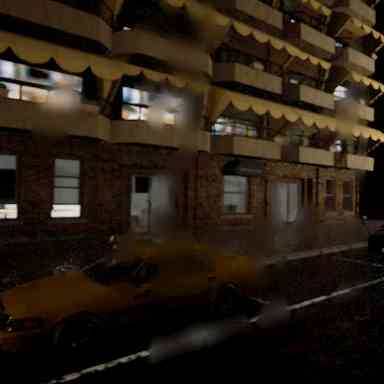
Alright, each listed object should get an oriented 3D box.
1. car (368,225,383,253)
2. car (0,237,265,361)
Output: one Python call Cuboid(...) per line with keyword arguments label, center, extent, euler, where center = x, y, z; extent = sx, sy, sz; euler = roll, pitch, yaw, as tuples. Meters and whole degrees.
Cuboid(label="car", center=(8.364, 1.596, 12.468), extent=(4.313, 1.339, 1.947), euler=(0, 1, -35))
Cuboid(label="car", center=(-0.806, 1.531, 5.926), extent=(4.829, 1.417, 1.752), euler=(0, 1, -35))
